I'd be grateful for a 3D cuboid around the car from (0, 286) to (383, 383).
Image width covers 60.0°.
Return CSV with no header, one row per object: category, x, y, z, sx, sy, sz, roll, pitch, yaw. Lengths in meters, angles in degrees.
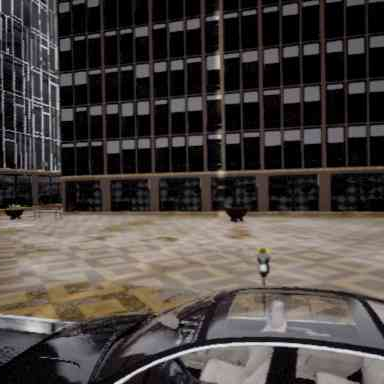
car,0.473,1.496,2.582,4.403,1.369,2.008,0,1,15
